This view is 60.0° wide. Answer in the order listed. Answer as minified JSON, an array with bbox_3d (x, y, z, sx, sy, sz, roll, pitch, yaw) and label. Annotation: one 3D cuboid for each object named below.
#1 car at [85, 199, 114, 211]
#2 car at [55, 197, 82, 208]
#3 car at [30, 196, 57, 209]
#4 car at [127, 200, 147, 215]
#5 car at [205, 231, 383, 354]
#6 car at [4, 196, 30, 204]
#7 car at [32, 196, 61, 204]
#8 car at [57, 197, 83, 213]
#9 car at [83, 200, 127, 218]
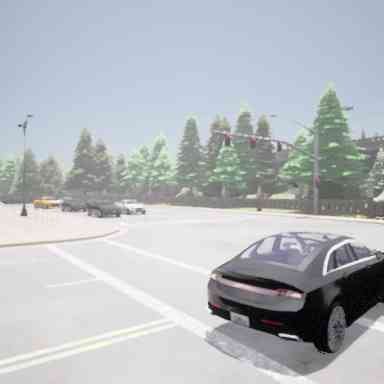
[{"bbox_3d":[-11.553,1.583,41.181,1.895,1.301,4.718,0,0,-36],"label":"car"},{"bbox_3d":[-18.151,1.506,48.726,4.674,1.442,1.812,0,0,42],"label":"car"},{"bbox_3d":[-19.778,1.450,45.520,5.008,1.535,1.882,0,0,43],"label":"car"},{"bbox_3d":[-6.292,1.507,33.753,1.812,1.442,4.674,0,0,-35],"label":"car"},{"bbox_3d":[2.333,1.500,6.241,2.128,1.511,4.902,0,0,44],"label":"car"},{"bbox_3d":[-31.385,1.518,60.359,5.357,1.411,2.033,0,0,14],"label":"car"},{"bbox_3d":[-27.339,1.474,62.554,4.902,1.511,2.128,0,0,18],"label":"car"},{"bbox_3d":[-13.325,1.478,37.618,1.837,1.490,4.892,0,0,-36],"label":"car"},{"bbox_3d":[-7.965,1.478,30.044,1.837,1.490,4.892,0,0,-35],"label":"car"}]
